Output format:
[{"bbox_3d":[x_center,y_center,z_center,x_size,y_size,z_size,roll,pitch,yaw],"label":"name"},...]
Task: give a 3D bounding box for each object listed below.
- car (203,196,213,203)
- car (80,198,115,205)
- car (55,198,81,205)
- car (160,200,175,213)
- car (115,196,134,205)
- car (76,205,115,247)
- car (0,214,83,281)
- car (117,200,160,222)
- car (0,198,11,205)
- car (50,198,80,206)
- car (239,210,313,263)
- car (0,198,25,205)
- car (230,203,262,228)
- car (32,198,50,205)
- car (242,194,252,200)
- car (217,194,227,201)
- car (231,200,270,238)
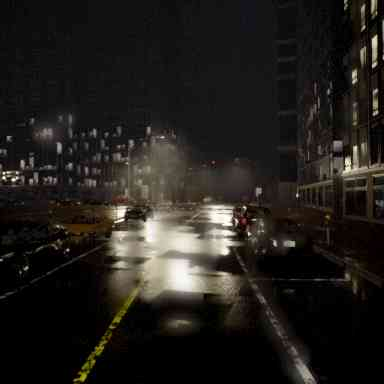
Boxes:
[{"bbox_3d":[3.567,1.674,73.822,1.752,1.417,4.829,1,0,14],"label":"car"},{"bbox_3d":[-15.257,1.674,53.864,4.313,1.339,1.947,0,-1,15],"label":"car"},{"bbox_3d":[-23.971,1.882,64.423,4.403,1.369,2.008,0,-1,15],"label":"car"},{"bbox_3d":[-3.000,1.594,37.165,2.008,1.369,4.403,1,0,7],"label":"car"},{"bbox_3d":[-13.181,1.574,61.468,5.009,1.841,2.192,0,-1,15],"label":"car"},{"bbox_3d":[-4.892,1.540,15.308,1.752,1.417,4.829,1,0,3],"label":"car"},{"bbox_3d":[-5.121,1.574,9.985,1.947,1.339,4.313,1,0,2],"label":"car"},{"bbox_3d":[-4.126,1.578,26.408,2.008,1.369,4.403,1,0,5],"label":"car"},{"bbox_3d":[-40.157,1.989,68.861,4.403,1.369,2.008,0,-1,15],"label":"car"},{"bbox_3d":[-20.650,1.695,55.342,4.403,1.369,2.008,0,-1,15],"label":"car"},{"bbox_3d":[2.976,1.570,11.918,1.947,1.339,4.313,1,0,2],"label":"car"},{"bbox_3d":[-31.436,1.766,58.300,4.403,1.369,2.008,0,-1,15],"label":"car"},{"bbox_3d":[3.655,1.556,23.227,1.887,1.381,4.507,1,0,5],"label":"car"},{"bbox_3d":[-29.530,1.893,65.947,4.829,1.417,1.752,0,-1,15],"label":"car"},{"bbox_3d":[12.567,1.439,76.065,2.192,1.841,5.009,1,0,15],"label":"car"},{"bbox_3d":[8.124,1.529,89.912,2.192,1.841,5.009,1,0,16],"label":"car"},{"bbox_3d":[3.267,1.448,17.598,1.967,1.590,4.097,1,0,4],"label":"car"}]
